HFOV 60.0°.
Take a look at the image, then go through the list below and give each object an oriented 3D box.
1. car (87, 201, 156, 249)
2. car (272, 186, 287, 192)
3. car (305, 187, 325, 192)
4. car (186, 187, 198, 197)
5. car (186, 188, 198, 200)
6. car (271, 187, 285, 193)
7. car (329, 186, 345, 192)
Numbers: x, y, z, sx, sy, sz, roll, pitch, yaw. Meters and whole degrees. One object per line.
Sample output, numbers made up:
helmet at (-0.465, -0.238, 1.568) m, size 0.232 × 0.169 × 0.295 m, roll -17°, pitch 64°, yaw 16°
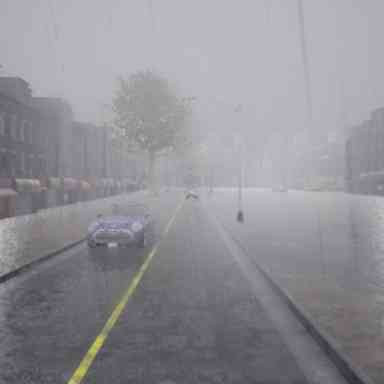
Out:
car at (-2.769, 1.231, 13.904) m, size 2.097 × 1.767 × 4.553 m, roll 0°, pitch 1°, yaw 0°
car at (18.754, -0.602, 70.082) m, size 1.802 × 1.307 × 4.206 m, roll 1°, pitch 1°, yaw 0°
car at (26.524, -0.521, 71.813) m, size 4.206 × 1.307 × 1.802 m, roll -1°, pitch 1°, yaw 0°
car at (-0.027, -0.058, 63.166) m, size 2.097 × 1.767 × 4.553 m, roll 0°, pitch 2°, yaw 0°
car at (-0.022, 0.445, 52.906) m, size 1.812 × 1.442 × 4.674 m, roll 0°, pitch 2°, yaw 0°
car at (18.764, -0.474, 73.008) m, size 1.947 × 1.339 × 4.313 m, roll 1°, pitch 1°, yaw 0°
car at (31.787, -0.586, 71.814) m, size 4.313 × 1.339 × 1.947 m, roll -1°, pitch 1°, yaw 0°
